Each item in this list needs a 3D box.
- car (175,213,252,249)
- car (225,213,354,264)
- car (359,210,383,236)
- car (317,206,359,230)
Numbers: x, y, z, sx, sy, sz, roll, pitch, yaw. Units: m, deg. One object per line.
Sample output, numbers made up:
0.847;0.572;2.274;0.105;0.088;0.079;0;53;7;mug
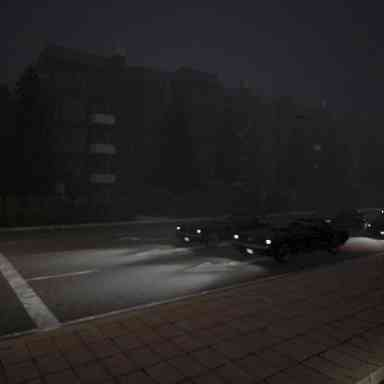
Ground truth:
1.584;1.643;15.021;4.718;1.301;1.895;0;0;-36;car
3.699;1.641;12.231;4.718;1.301;1.895;0;0;-36;car
11.515;1.621;17.884;5.357;1.411;2.033;0;0;-36;car
8.799;1.599;20.236;4.674;1.442;1.812;0;0;-36;car
